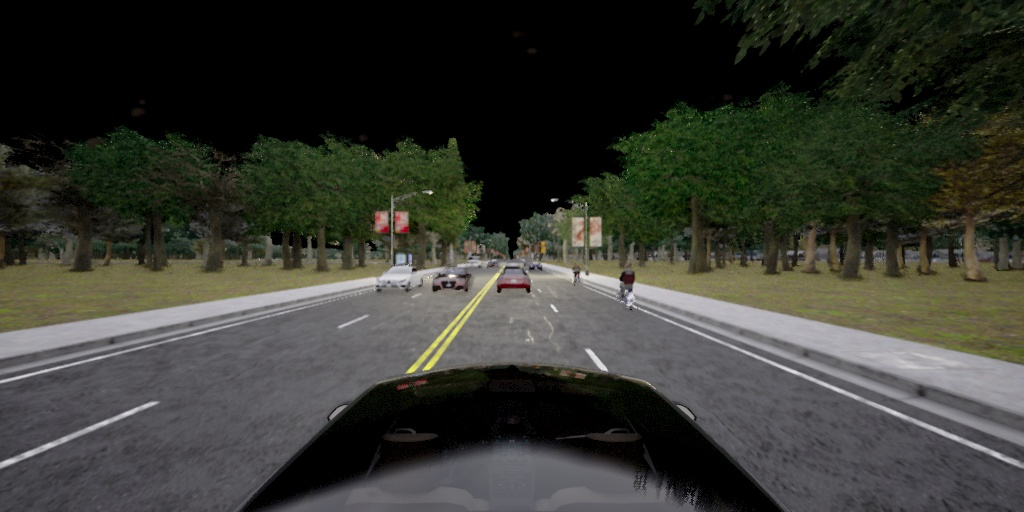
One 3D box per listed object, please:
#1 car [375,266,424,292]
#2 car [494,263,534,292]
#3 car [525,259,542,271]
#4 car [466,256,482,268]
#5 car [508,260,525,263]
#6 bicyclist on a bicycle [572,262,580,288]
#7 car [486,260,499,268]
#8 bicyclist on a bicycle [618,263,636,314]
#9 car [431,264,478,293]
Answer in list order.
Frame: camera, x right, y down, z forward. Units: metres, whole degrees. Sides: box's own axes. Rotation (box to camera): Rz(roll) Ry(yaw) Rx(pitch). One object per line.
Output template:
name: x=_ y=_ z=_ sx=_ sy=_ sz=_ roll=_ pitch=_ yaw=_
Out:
car: x=-6.601 y=1.310 z=21.552 sx=1.812 sy=1.442 sz=4.674 roll=0 pitch=0 yaw=0
car: x=0.098 y=1.350 z=21.869 sx=1.994 sy=1.385 sz=4.181 roll=0 pitch=0 yaw=0
car: x=3.343 y=1.446 z=52.394 sx=1.895 sy=1.301 sz=4.718 roll=0 pitch=0 yaw=0
car: x=-6.538 y=1.088 z=62.143 sx=2.150 sy=2.045 sz=5.566 roll=0 pitch=0 yaw=1
car: x=0.095 y=1.367 z=39.628 sx=2.033 sy=1.411 sz=5.357 roll=0 pitch=0 yaw=0
bicyclist on a bicycle: x=4.141 y=1.241 z=23.034 sx=0.582 sy=1.620 sz=1.656 roll=0 pitch=0 yaw=0
car: x=-3.294 y=1.428 z=62.226 sx=1.994 sy=1.385 sz=4.181 roll=0 pitch=0 yaw=1
bicyclist on a bicycle: x=4.142 y=1.141 z=13.056 sx=0.659 sy=1.776 sz=1.843 roll=0 pitch=0 yaw=0
car: x=-3.350 y=1.348 z=20.910 sx=1.994 sy=1.385 sz=4.181 roll=0 pitch=0 yaw=0
